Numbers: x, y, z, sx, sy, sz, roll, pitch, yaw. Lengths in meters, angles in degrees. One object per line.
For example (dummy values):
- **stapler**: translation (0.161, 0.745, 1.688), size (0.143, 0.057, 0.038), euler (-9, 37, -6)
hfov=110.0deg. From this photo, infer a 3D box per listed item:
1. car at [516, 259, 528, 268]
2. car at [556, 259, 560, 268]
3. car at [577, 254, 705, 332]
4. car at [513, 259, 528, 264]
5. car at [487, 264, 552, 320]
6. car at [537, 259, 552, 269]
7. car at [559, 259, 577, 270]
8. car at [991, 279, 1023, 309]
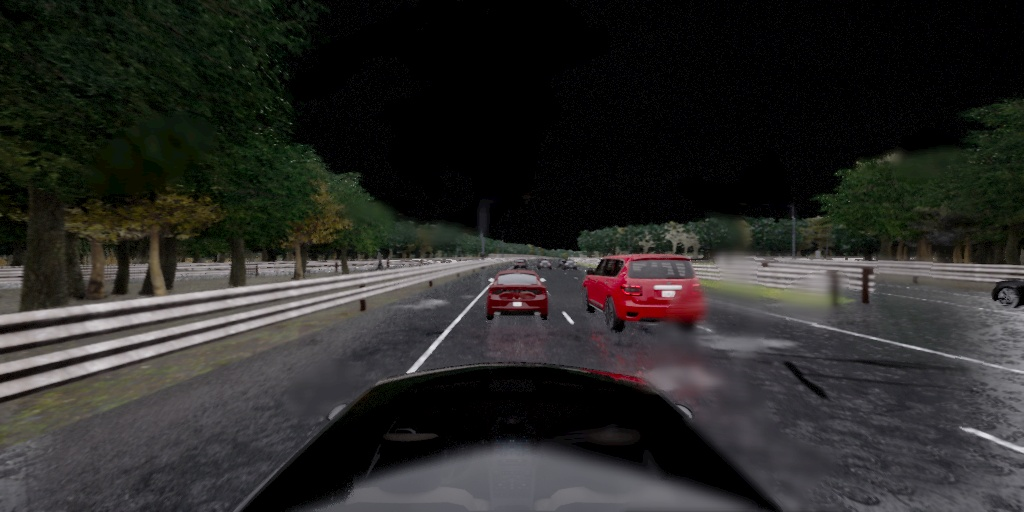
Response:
- **car**: translation (1.756, 1.259, 61.919), size (1.812, 1.442, 4.674), euler (0, 0, 3)
- **car**: translation (8.746, 1.245, 61.527), size (1.837, 1.490, 4.892), euler (0, 0, 3)
- **car**: translation (3.661, 0.971, 11.007), size (2.150, 2.045, 5.566), euler (0, 0, 1)
- **car**: translation (1.213, 1.238, 51.537), size (1.837, 1.490, 4.892), euler (0, 0, 3)
- **car**: translation (0.184, 1.225, 12.725), size (1.882, 1.535, 5.008), euler (0, 0, 1)
- **car**: translation (4.730, 1.262, 51.806), size (1.812, 1.442, 4.674), euler (0, 0, 3)
- **car**: translation (8.207, 1.265, 51.243), size (1.812, 1.442, 4.674), euler (0, 0, 3)
- **car**: translation (17.903, 1.099, 10.932), size (2.128, 1.511, 4.902), euler (0, 0, 15)
